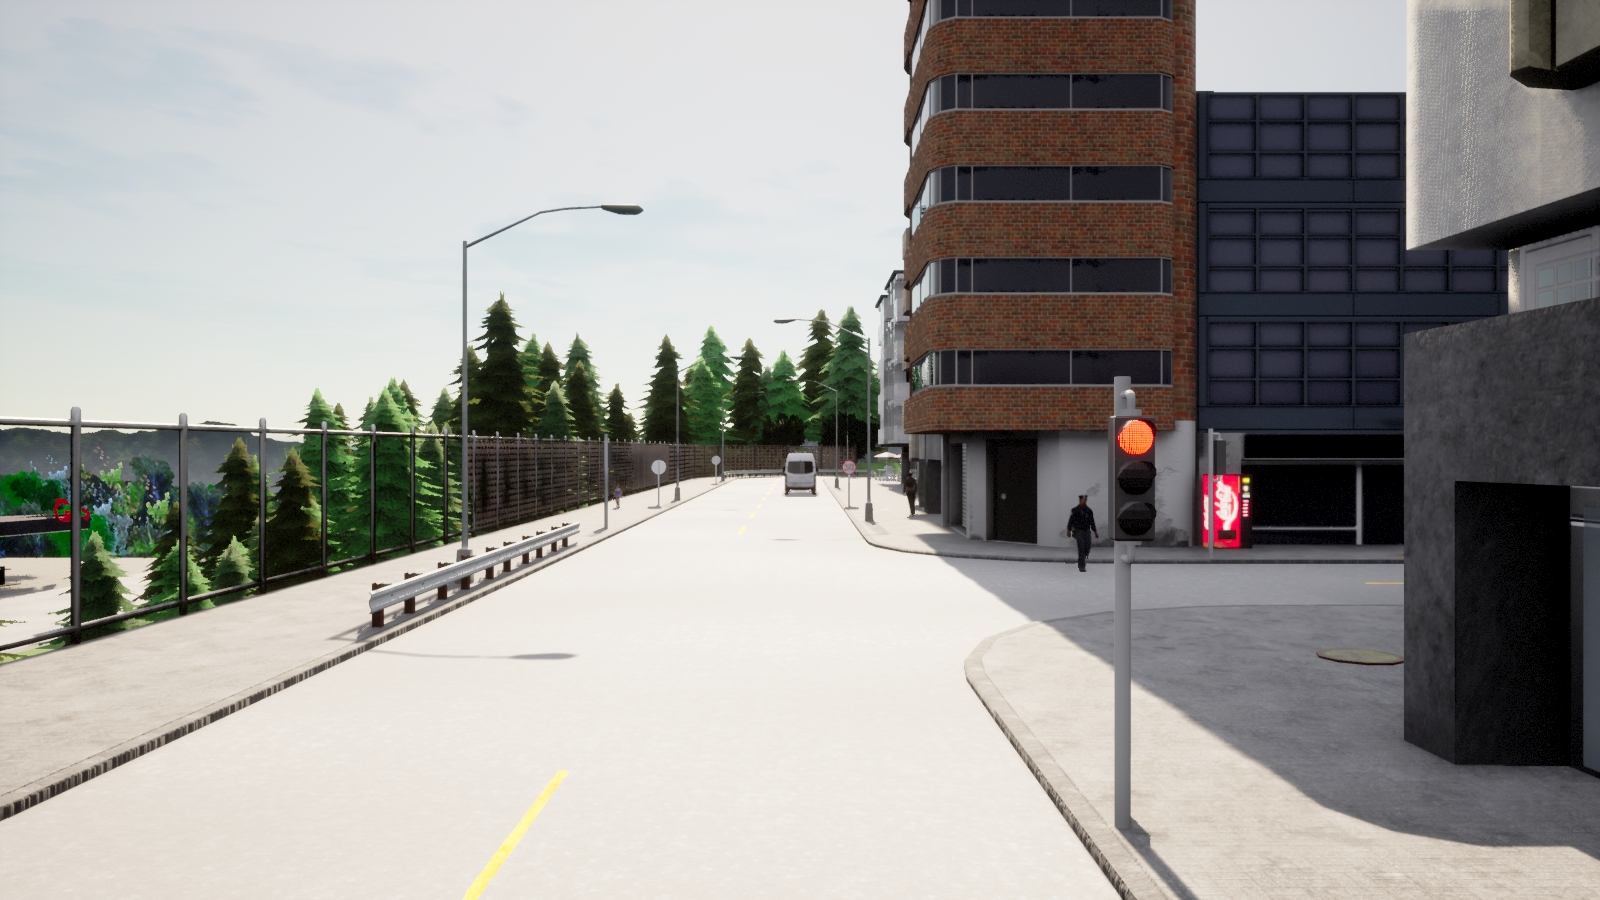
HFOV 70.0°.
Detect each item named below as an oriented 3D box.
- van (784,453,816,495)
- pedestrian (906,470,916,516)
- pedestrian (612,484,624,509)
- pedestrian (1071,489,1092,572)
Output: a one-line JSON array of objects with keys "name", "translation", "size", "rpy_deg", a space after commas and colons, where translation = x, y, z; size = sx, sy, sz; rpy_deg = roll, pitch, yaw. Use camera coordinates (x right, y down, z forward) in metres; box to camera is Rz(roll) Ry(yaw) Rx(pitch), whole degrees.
[{"name": "van", "translation": [0.026, 1.506, 73.925], "size": [1.988, 2.561, 5.915], "rpy_deg": [0, 0, 0]}, {"name": "pedestrian", "translation": [4.468, 1.726, 45.836], "size": [0.375, 1.860, 0.375], "rpy_deg": [0, 0, 2]}, {"name": "pedestrian", "translation": [-8.254, 2.105, 51.789], "size": [0.500, 1.100, 0.500], "rpy_deg": [0, 0, 0]}, {"name": "pedestrian", "translation": [6.427, 1.838, 26.085], "size": [0.375, 1.860, 0.375], "rpy_deg": [0, 0, 0]}]
